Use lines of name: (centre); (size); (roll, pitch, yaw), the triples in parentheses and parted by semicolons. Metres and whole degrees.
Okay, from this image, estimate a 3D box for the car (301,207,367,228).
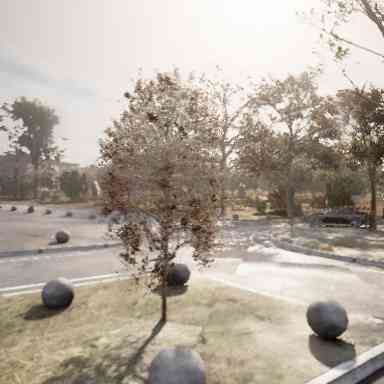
car: (11.265, 1.980, 26.490); (4.902, 1.511, 2.128); (1, -1, 4)
